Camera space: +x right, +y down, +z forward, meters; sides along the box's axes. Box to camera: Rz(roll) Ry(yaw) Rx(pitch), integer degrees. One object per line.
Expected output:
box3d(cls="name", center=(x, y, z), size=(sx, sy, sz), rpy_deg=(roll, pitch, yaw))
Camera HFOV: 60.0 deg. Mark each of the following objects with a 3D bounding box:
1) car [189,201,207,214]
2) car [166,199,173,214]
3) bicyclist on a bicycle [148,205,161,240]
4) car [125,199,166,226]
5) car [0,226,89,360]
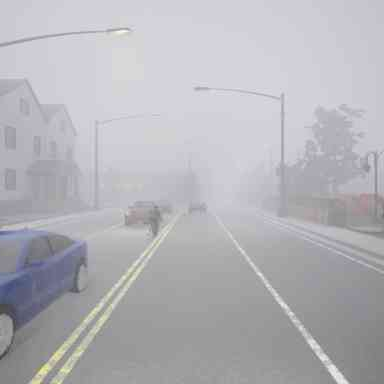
box3d(cls="car", center=(0.606, 1.601, 35.631), size=(1.895, 1.301, 4.718), rpy_deg=(0, 0, 1))
box3d(cls="car", center=(-3.057, 1.478, 35.503), size=(1.882, 1.535, 5.008), rpy_deg=(0, 0, 1))
box3d(cls="bicyclist on a bicycle", center=(-1.781, 1.450, 15.844), size=(0.582, 1.620, 1.656), rpy_deg=(0, -1, 12))
box3d(cls="car", center=(-3.277, 1.352, 23.265), size=(2.097, 1.767, 4.553), rpy_deg=(0, 0, 1))
box3d(cls="car", center=(-3.431, 1.478, 6.035), size=(1.882, 1.535, 5.008), rpy_deg=(0, 0, 1))
